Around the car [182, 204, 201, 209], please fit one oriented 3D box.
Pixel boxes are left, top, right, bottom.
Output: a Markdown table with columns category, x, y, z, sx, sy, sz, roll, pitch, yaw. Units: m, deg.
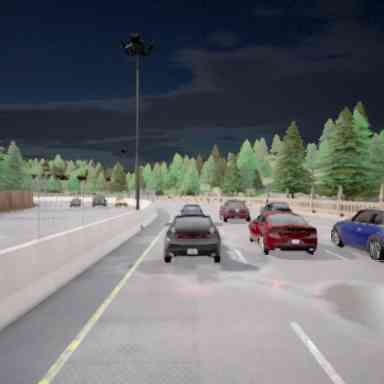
| category | x | y | z | sx | sy | sz | roll | pitch | yaw |
| --- | --- | --- | --- | --- | --- | --- | --- | --- | --- |
| car | -0.029 | 1.656 | 25.437 | 2.033 | 1.411 | 5.357 | 0 | 0 | -1 |

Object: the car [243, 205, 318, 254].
| category | x | y | z | sx | sy | sz | roll | pitch | yaw |
| --- | --- | --- | --- | --- | --- | --- | --- | --- | --- |
| car | 3.550 | 1.536 | 13.785 | 1.882 | 1.535 | 5.008 | 0 | 0 | 0 |

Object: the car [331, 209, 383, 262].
| category | x | y | z | sx | sy | sz | roll | pitch | yaw |
| --- | --- | --- | --- | --- | --- | --- | --- | --- | --- |
| car | 7.040 | 1.405 | 12.512 | 2.097 | 1.767 | 4.553 | 0 | 0 | 1 |

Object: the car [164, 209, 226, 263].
| category | x | y | z | sx | sy | sz | roll | pitch | yaw |
| --- | --- | --- | --- | --- | --- | --- | --- | --- | --- |
| car | 0.036 | 1.554 | 12.193 | 1.837 | 1.490 | 4.892 | 0 | -1 | 1 |

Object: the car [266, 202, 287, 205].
| category | x | y | z | sx | sy | sz | roll | pitch | yaw |
| --- | --- | --- | --- | --- | --- | --- | --- | --- | --- |
| car | 6.936 | 1.623 | 27.618 | 1.837 | 1.490 | 4.892 | 0 | 0 | -1 |

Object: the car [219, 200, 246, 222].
| category | x | y | z | sx | sy | sz | roll | pitch | yaw |
| --- | --- | --- | --- | --- | --- | --- | --- | --- | --- |
| car | 3.438 | 1.468 | 27.511 | 2.097 | 1.767 | 4.553 | 0 | 0 | -1 |
